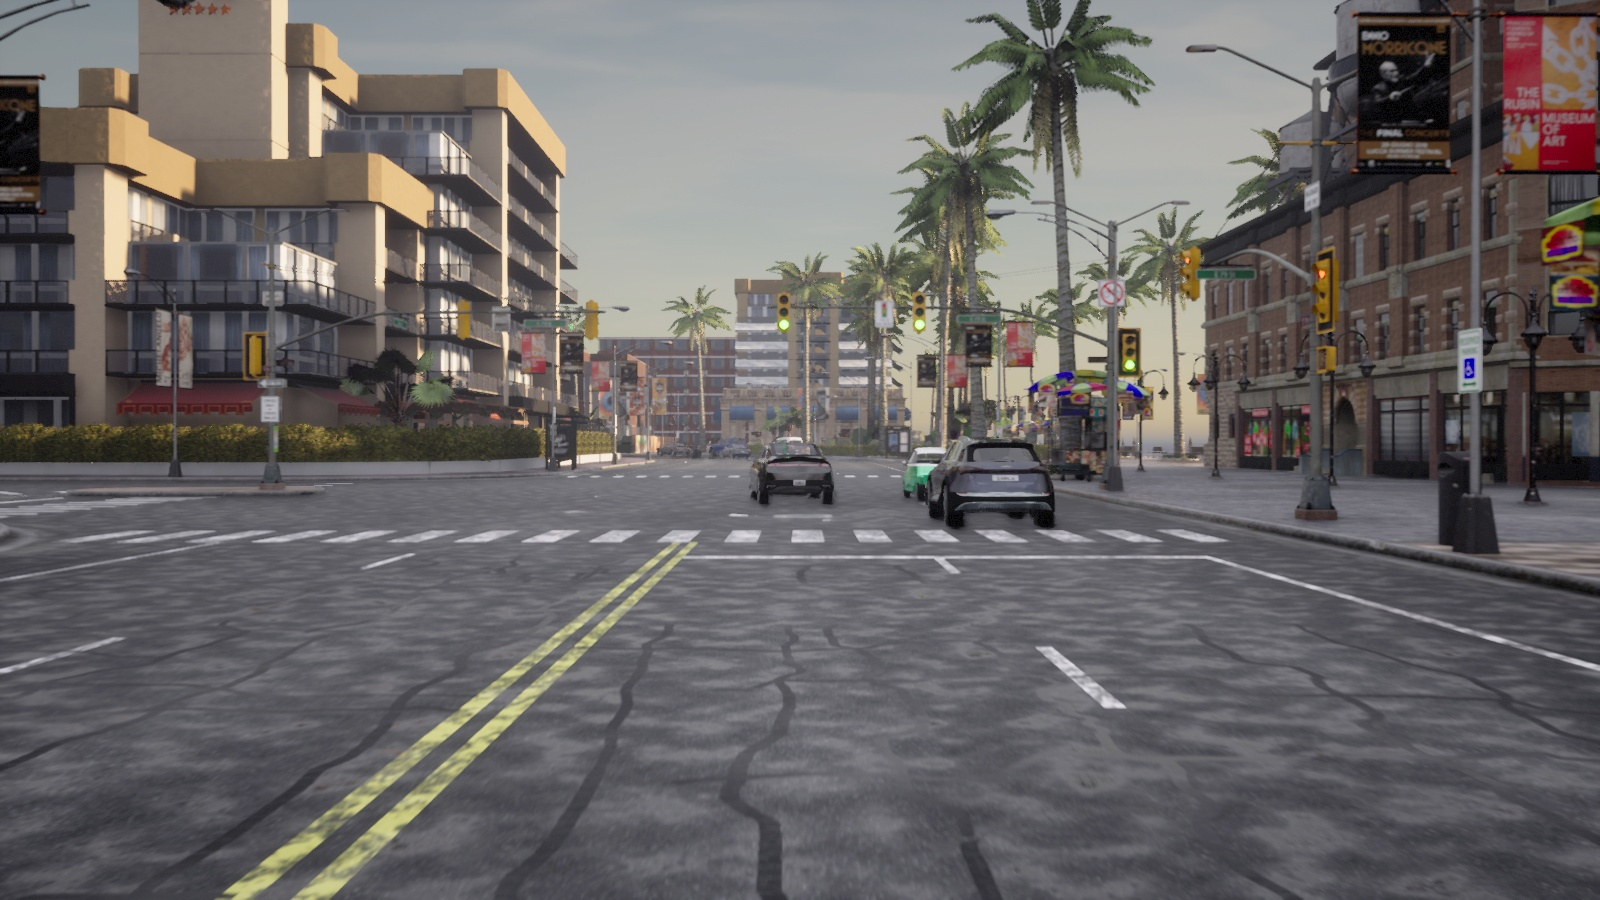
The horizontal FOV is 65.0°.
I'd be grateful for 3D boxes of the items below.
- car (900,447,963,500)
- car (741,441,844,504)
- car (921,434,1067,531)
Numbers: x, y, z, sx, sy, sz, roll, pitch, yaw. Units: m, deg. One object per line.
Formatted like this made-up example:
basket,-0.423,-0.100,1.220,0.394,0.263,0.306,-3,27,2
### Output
car,3.563,0.611,34.198,1.481,1.376,2.207,0,1,0
car,-0.295,0.520,32.430,2.128,1.511,4.902,0,0,-7
car,3.549,0.545,23.880,2.033,1.649,4.856,0,0,0
